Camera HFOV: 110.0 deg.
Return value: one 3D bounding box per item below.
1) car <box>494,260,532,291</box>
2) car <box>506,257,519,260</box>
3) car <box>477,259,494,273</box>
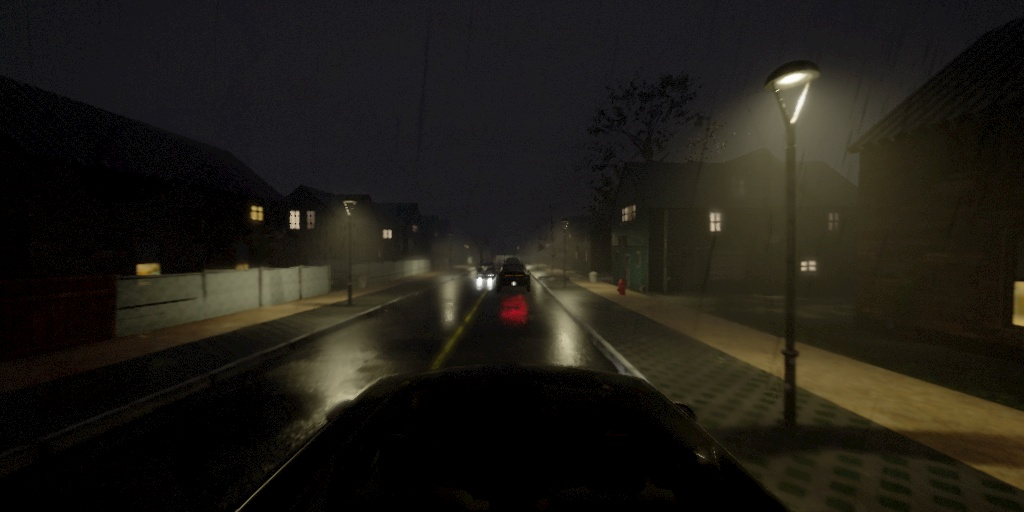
[{"bbox_3d":[0.100,1.160,21.006,1.837,1.490,4.892,0,0,0],"label":"car"},{"bbox_3d":[0.102,0.917,39.355,2.097,1.767,4.553,0,0,0],"label":"car"},{"bbox_3d":[-2.748,1.069,39.463,2.128,1.511,4.902,0,0,0],"label":"car"}]
